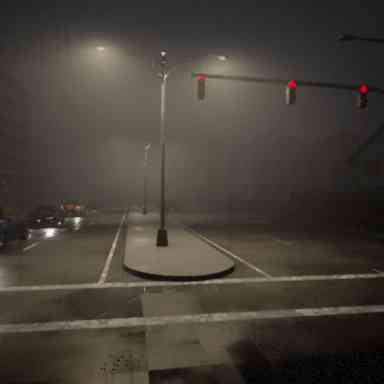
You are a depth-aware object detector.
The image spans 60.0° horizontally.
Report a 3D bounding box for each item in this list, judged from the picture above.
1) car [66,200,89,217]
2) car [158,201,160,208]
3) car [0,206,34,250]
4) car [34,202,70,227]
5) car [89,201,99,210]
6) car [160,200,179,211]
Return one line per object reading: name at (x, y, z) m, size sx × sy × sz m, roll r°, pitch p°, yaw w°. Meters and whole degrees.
car at (-12.547, 1.643, 35.086) m, size 2.097 × 1.767 × 4.553 m, roll 0°, pitch -1°, yaw -10°
car at (-4.913, 2.088, 57.937) m, size 1.812 × 1.442 × 4.674 m, roll 0°, pitch -1°, yaw -10°
car at (-8.833, 1.454, 14.560) m, size 2.097 × 1.767 × 4.553 m, roll 0°, pitch -1°, yaw -10°
car at (-10.646, 1.699, 24.565) m, size 1.837 × 1.490 × 4.892 m, roll 0°, pitch -1°, yaw -10°
car at (-15.331, 2.030, 50.938) m, size 1.994 × 1.385 × 4.181 m, roll 0°, pitch -1°, yaw -10°
car at (-3.065, 1.974, 47.789) m, size 1.837 × 1.490 × 4.892 m, roll 0°, pitch -1°, yaw -10°
